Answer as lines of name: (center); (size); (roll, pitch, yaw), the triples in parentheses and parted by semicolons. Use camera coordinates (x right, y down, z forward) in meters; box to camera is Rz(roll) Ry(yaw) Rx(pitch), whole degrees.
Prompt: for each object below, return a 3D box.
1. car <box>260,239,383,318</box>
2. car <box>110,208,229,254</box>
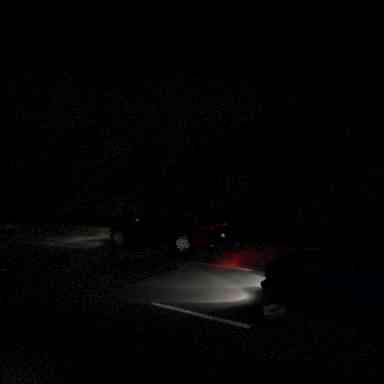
car: (3.947, 1.469, 5.607); (5.357, 1.411, 2.033); (0, 1, 34)
car: (-1.015, 1.369, 12.977); (5.008, 1.535, 1.882); (0, 0, 32)
